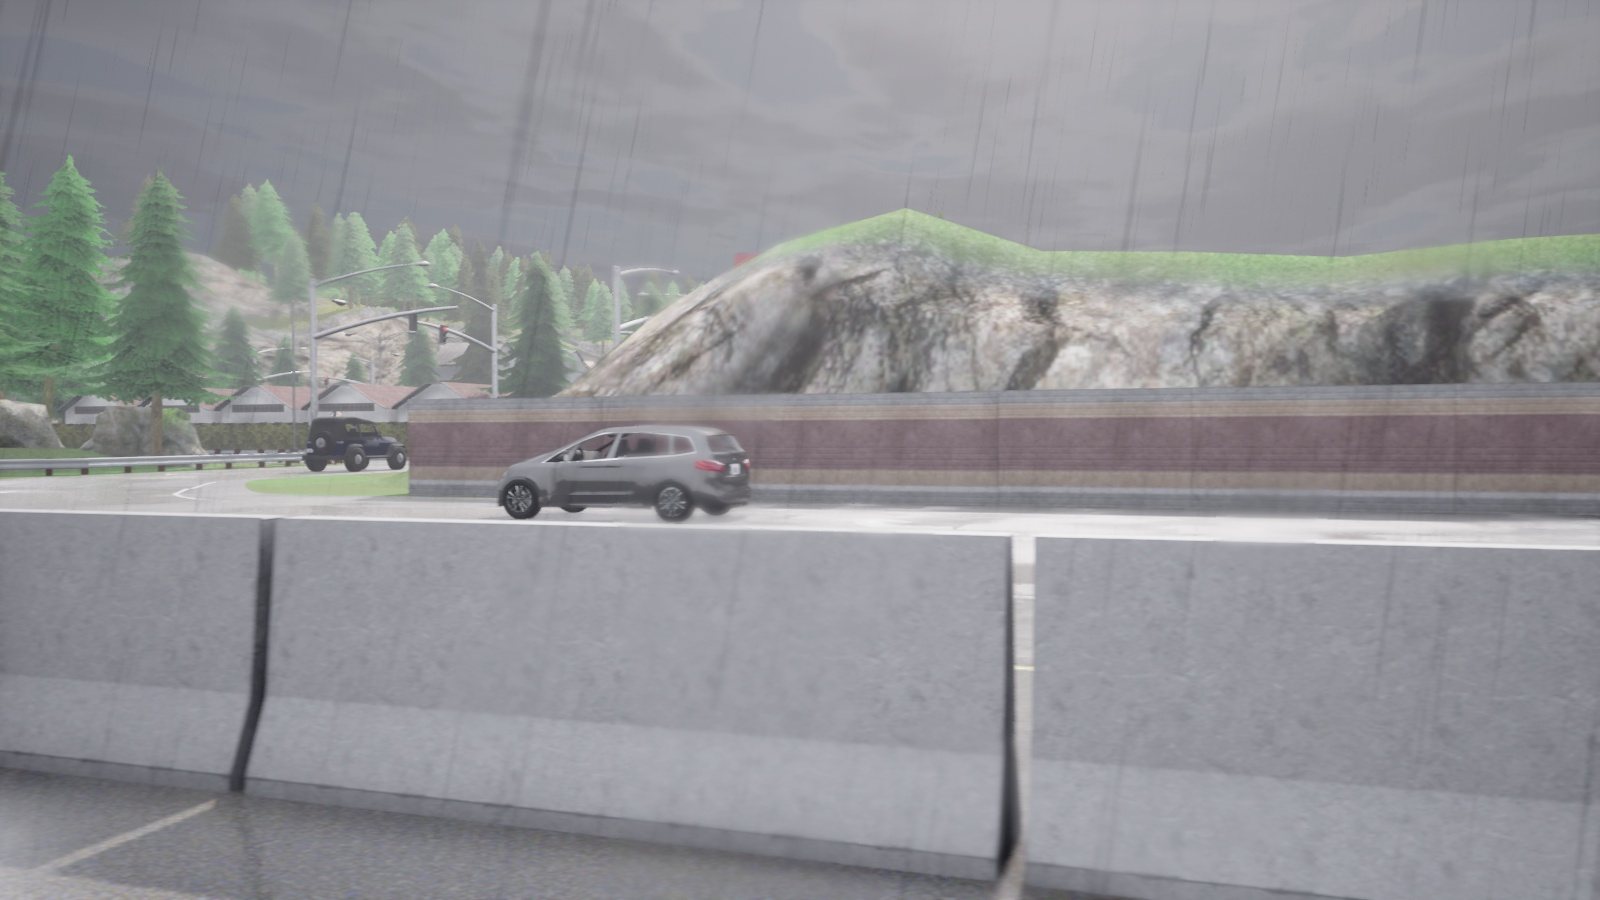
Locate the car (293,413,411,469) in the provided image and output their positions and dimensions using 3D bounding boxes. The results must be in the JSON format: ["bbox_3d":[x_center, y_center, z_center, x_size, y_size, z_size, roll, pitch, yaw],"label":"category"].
[{"bbox_3d":[-15.587,-0.335,43.896,1.905,1.878,3.866,1,1,18],"label":"car"}]

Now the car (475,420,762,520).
[{"bbox_3d":[-3.250,0.294,22.750,4.611,1.667,2.242,1,1,18],"label":"car"}]
